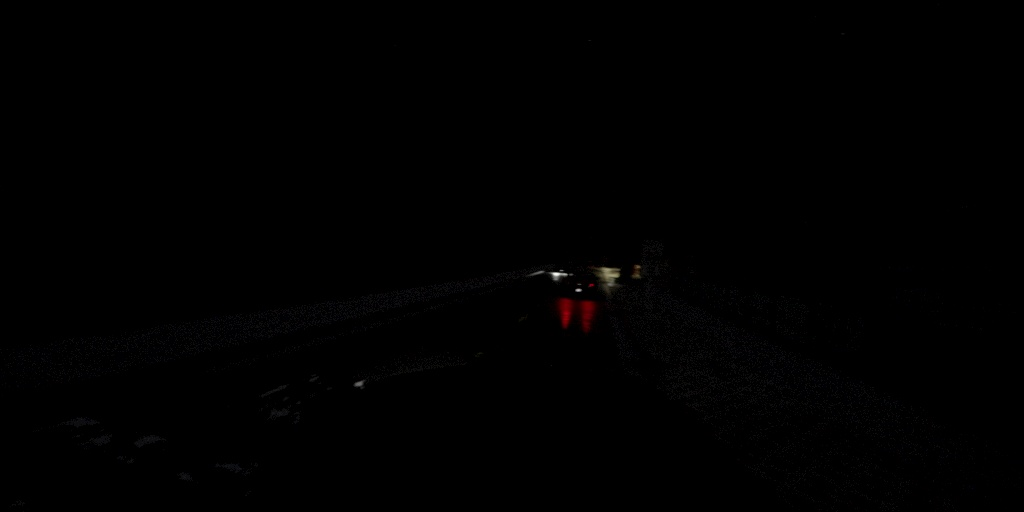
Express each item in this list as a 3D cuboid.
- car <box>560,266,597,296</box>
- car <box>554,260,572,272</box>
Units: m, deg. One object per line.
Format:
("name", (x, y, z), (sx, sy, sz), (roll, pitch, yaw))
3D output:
("car", (4.090, 1.532, 21.293), (1.895, 1.301, 4.718), (5, 1, 13))
("car", (6.126, 1.204, 42.246), (2.033, 1.411, 5.357), (5, 1, 13))
